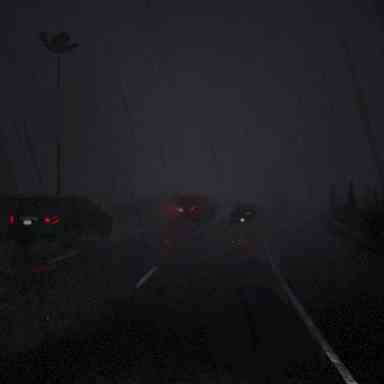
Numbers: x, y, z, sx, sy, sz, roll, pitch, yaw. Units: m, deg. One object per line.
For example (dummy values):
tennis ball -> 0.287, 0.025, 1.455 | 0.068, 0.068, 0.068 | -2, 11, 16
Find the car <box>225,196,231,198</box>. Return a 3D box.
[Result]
car -> 6.327, 1.472, 65.074 | 1.812, 1.442, 4.674 | 0, 0, 40

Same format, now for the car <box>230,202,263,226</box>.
car -> 3.828, 1.487, 23.274 | 1.837, 1.490, 4.892 | 0, 1, 16

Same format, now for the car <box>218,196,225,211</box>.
car -> 1.690, 1.433, 37.583 | 1.882, 1.535, 5.008 | 0, 0, 24

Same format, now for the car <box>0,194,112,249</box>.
car -> -5.455, 1.188, 14.597 | 2.150, 2.045, 5.566 | 0, 0, 10

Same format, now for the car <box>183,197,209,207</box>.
car -> 0.644, 1.500, 50.930 | 1.994, 1.385, 4.181 | 0, 0, 32

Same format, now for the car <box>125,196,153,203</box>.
car -> -7.938, 1.392, 50.011 | 1.882, 1.535, 5.008 | 0, 0, 29

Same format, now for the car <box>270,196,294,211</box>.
car -> 11.130, 1.327, 40.718 | 2.097, 1.767, 4.553 | 0, 0, 28

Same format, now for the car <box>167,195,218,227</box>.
car -> 0.033, 1.194, 22.994 | 2.150, 2.045, 5.566 | 0, 0, 15
